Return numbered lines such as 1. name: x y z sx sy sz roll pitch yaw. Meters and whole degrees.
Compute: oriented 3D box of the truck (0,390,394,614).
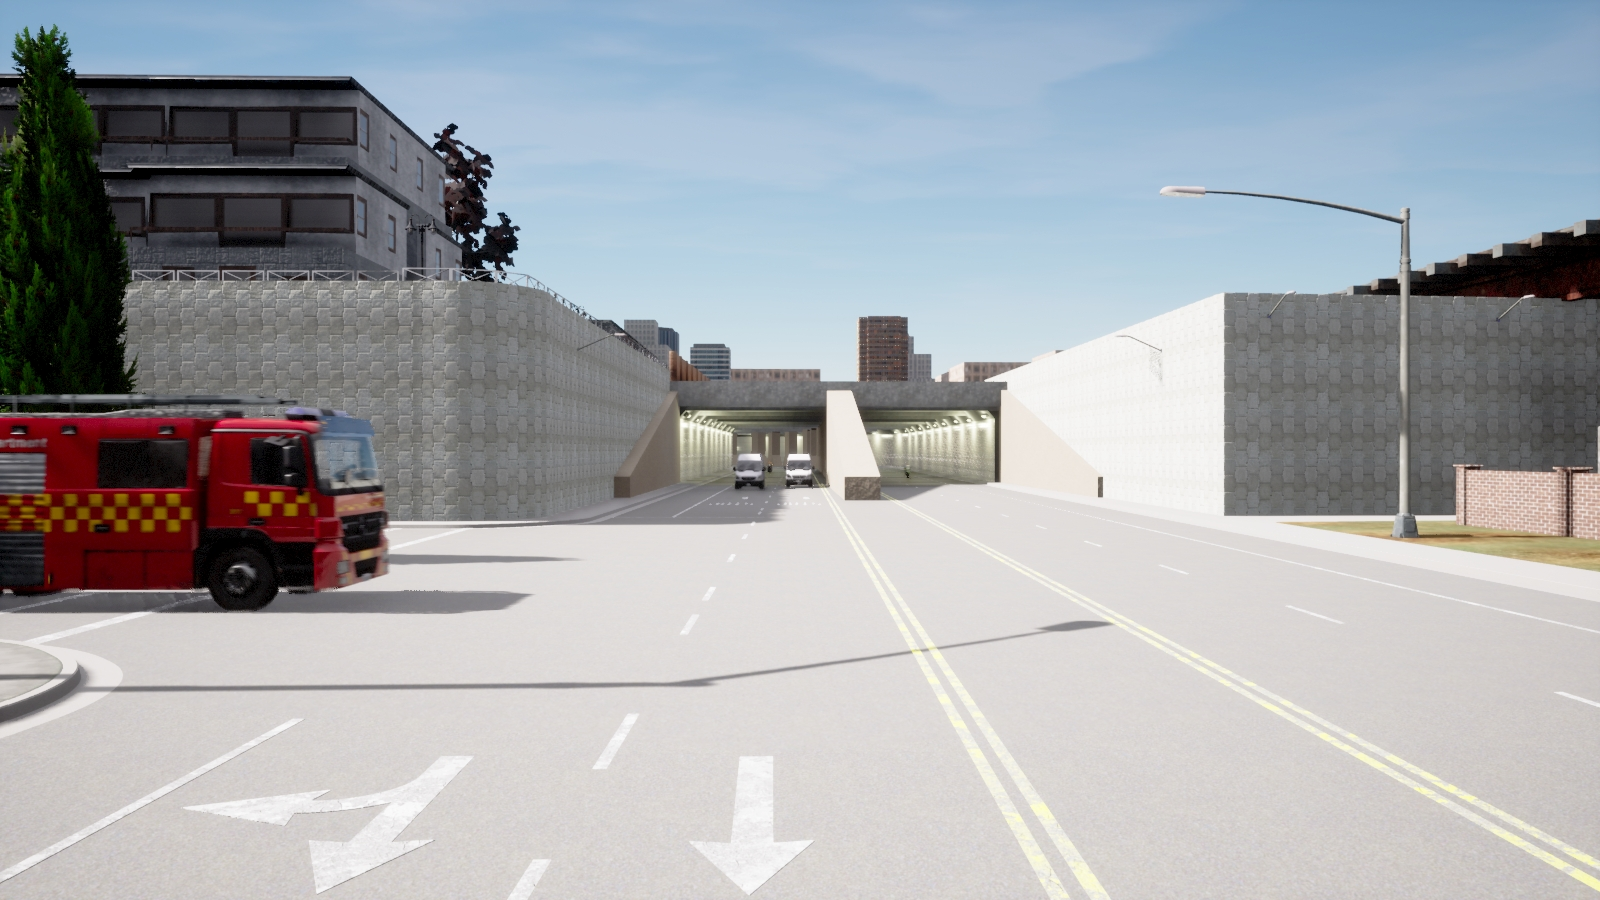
1. truck: -12.209 0.890 21.011 8.468 3.827 2.891 0 0 0
